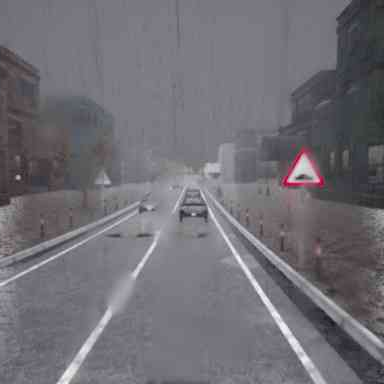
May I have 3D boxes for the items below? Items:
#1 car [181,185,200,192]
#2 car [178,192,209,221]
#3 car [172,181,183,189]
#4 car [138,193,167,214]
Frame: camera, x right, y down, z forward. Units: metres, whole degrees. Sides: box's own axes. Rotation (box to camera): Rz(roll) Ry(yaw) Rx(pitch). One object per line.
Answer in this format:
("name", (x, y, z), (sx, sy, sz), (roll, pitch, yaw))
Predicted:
("car", (0.097, 0.114, 40.741), (2.128, 1.511, 4.902), (0, 3, 0))
("car", (0.098, 1.043, 22.448), (2.128, 1.511, 4.902), (0, 2, 0))
("car", (-3.007, -1.452, 68.625), (2.097, 1.767, 4.553), (0, 2, 0))
("car", (-3.100, 0.868, 26.661), (2.128, 1.511, 4.902), (0, 3, 0))
